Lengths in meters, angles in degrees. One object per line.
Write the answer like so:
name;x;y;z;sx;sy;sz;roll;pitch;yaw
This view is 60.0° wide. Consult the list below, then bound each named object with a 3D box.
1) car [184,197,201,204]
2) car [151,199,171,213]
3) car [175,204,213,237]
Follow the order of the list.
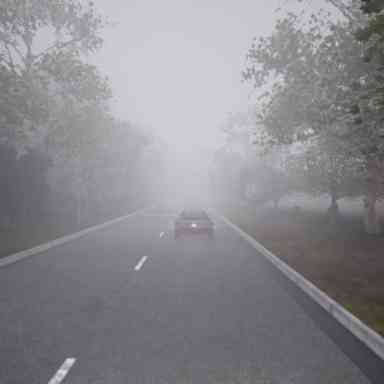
car;0.086;1.414;42.069;2.097;1.767;4.553;0;0;0
car;-3.352;1.562;37.078;1.837;1.490;4.892;0;0;0
car;0.094;1.598;18.172;1.994;1.385;4.181;0;0;0
